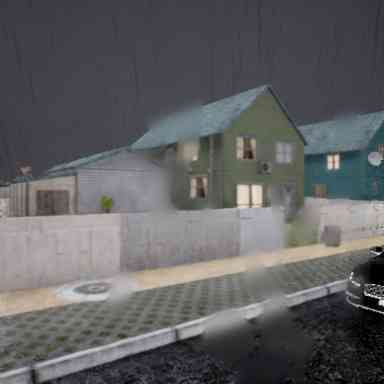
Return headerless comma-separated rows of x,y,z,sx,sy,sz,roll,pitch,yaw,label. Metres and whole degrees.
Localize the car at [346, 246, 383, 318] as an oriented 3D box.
5.037,1.530,6.651,4.892,1.490,1.837,1,0,-35,car
